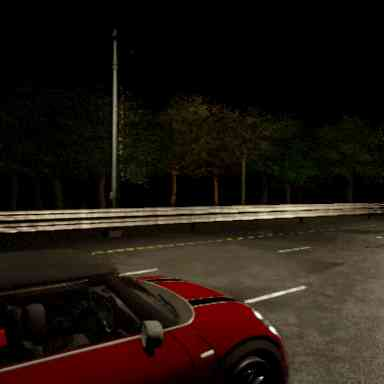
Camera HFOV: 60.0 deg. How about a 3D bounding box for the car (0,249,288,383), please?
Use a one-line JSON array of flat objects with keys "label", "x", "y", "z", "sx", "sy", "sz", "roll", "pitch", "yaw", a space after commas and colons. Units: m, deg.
[{"label": "car", "x": -1.217, "y": 1.340, "z": 2.996, "sx": 4.553, "sy": 1.767, "sz": 2.097, "roll": 0, "pitch": 0, "yaw": -35}]
